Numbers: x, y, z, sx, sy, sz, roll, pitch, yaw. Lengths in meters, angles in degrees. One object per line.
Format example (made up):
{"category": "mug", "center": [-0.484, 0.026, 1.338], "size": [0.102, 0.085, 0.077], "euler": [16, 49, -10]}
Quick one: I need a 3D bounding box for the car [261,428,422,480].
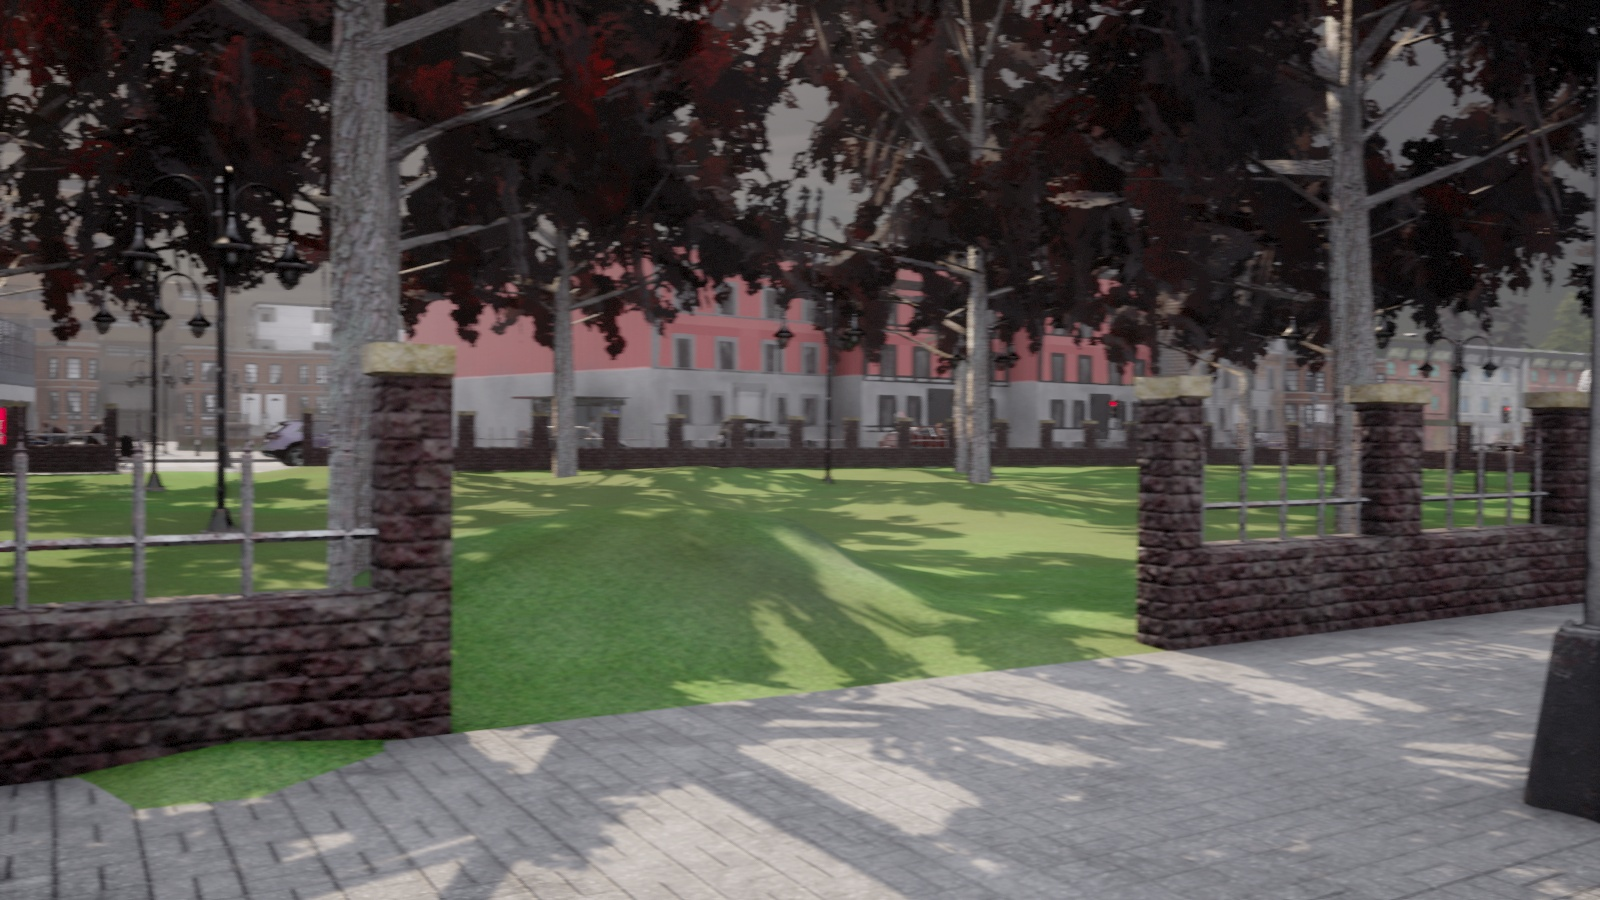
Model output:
{"category": "car", "center": [-15.692, 0.104, 43.071], "size": [4.856, 1.649, 2.033], "euler": [-1, 1, -31]}

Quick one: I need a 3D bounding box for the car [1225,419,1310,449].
{"category": "car", "center": [27.300, -0.936, 73.296], "size": [4.856, 1.649, 2.033], "euler": [-1, 1, -31]}

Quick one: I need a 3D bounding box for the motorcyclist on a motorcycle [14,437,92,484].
{"category": "motorcyclist on a motorcycle", "center": [-25.062, 0.330, 42.155], "size": [2.191, 1.530, 0.866], "euler": [-1, 1, -31]}

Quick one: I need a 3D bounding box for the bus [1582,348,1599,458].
{"category": "bus", "center": [35.028, -1.822, 45.915], "size": [3.944, 4.253, 10.273], "euler": [-1, 1, -32]}

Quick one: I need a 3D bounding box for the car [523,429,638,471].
{"category": "car", "center": [-8.283, -0.025, 47.480], "size": [3.806, 1.475, 1.970], "euler": [-1, 1, -31]}

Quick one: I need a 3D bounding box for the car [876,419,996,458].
{"category": "car", "center": [6.085, -0.531, 56.039], "size": [5.027, 1.651, 2.152], "euler": [-1, 1, -30]}

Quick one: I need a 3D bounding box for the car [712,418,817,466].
{"category": "car", "center": [-1.457, -0.346, 51.537], "size": [3.866, 1.878, 1.905], "euler": [-1, 1, -31]}
